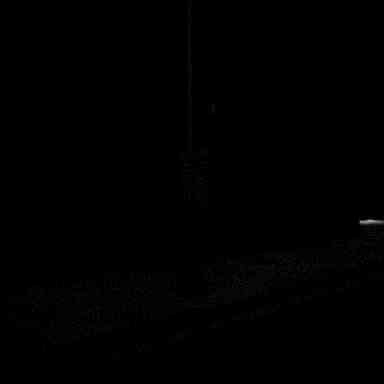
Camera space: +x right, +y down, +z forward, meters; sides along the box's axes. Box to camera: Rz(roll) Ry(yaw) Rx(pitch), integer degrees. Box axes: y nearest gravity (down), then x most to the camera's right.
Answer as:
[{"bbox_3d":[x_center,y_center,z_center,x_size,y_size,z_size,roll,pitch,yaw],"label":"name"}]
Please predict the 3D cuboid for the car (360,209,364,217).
[{"bbox_3d":[11.182,1.386,26.174,1.994,1.385,4.181,0,1,-36],"label":"car"}]
